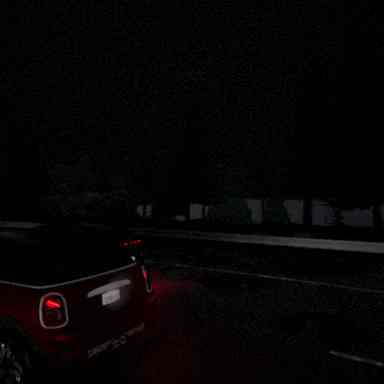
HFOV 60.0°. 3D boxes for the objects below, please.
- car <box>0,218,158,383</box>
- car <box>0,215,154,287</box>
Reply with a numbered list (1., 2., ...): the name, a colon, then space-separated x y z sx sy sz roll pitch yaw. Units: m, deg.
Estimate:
1. car: -2.829 1.382 5.413 4.553 1.767 2.097 -1 0 33
2. car: -3.676 1.548 9.937 4.892 1.490 1.837 -1 0 29
